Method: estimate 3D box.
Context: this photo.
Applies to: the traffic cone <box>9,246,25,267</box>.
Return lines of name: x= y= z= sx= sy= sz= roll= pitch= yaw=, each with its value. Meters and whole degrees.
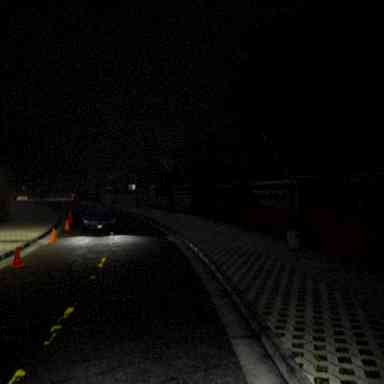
traffic cone: x=-5.271 y=1.931 z=10.037 sx=0.340 sy=0.580 sz=0.340 roll=0 pitch=0 yaw=-9

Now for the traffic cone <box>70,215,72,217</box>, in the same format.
traffic cone: x=-8.780 y=1.895 z=24.126 sx=0.340 sy=0.580 sz=0.340 roll=0 pitch=0 yaw=-19

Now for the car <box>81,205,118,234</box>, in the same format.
car: x=-5.278 y=1.479 z=19.084 sx=1.812 sy=1.442 sz=4.674 roll=0 pitch=0 yaw=-15

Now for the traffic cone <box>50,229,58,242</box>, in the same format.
traffic cone: x=-6.149 y=1.920 z=14.803 sx=0.340 sy=0.580 sz=0.340 roll=0 pitch=0 yaw=-12

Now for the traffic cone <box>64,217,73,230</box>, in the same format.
traffic cone: x=-7.319 y=1.908 z=19.504 sx=0.340 sy=0.580 sz=0.340 roll=0 pitch=0 yaw=-16
